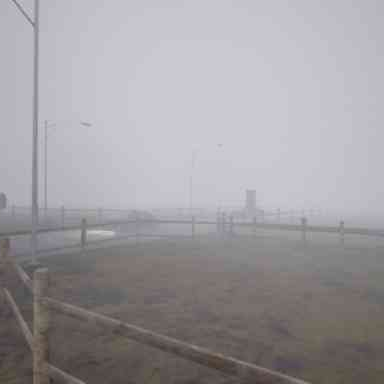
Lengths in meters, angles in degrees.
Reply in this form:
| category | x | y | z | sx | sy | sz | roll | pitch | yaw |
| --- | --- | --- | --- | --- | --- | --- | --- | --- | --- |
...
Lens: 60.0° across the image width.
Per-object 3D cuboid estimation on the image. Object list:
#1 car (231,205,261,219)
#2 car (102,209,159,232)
| category | x | y | z | sx | sy | sz | roll | pitch | yaw |
| --- | --- | --- | --- | --- | --- | --- | --- | --- | --- |
| car | 6.197 | 2.227 | 37.797 | 1.882 | 1.535 | 5.008 | 1 | -1 | 35 |
| car | -4.171 | 1.895 | 23.108 | 1.994 | 1.385 | 4.181 | 1 | -1 | 35 |
